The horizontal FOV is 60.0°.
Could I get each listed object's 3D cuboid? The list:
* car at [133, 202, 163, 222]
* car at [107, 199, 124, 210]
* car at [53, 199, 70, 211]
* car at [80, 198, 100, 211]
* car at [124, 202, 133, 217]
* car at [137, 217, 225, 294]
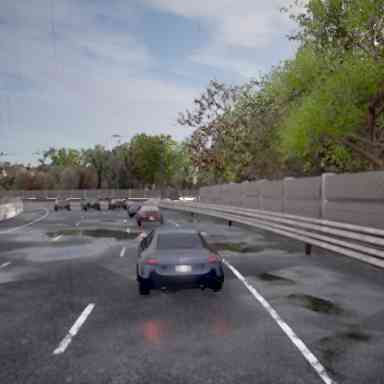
[{"bbox_3d":[-3.207,1.627,24.796,1.812,1.442,4.674,0,0,-12],"label":"car"},{"bbox_3d":[-10.408,1.698,45.949,1.837,1.490,4.892,0,0,-25],"label":"car"},{"bbox_3d":[-17.507,1.688,44.578,2.128,1.511,4.902,0,0,-25],"label":"car"},{"bbox_3d":[-13.757,1.544,44.781,2.097,1.767,4.553,0,0,-25],"label":"car"},{"bbox_3d":[-5.352,1.701,32.926,1.994,1.385,4.181,0,0,-15],"label":"car"},{"bbox_3d":[-0.455,1.601,9.039,1.994,1.385,4.181,0,0,-8],"label":"car"}]
